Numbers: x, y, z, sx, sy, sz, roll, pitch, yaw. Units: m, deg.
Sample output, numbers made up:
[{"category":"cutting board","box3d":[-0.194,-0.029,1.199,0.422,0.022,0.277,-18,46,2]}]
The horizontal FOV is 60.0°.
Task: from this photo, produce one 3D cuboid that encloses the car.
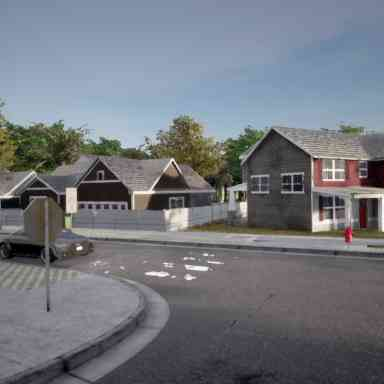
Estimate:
[{"category":"car","box3d":[-6.230,2.116,14.214,4.181,1.385,1.994,-2,0,29]}]
